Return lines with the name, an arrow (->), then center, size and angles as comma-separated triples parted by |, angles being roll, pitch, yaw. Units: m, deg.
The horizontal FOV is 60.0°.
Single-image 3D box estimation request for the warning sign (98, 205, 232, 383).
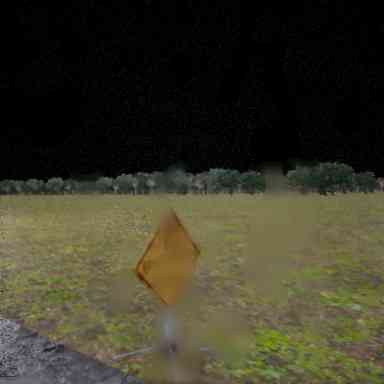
warning sign -> -0.290, 1.119, 4.134 | 1.060, 1.860, 1.300 | 0, 0, 35
